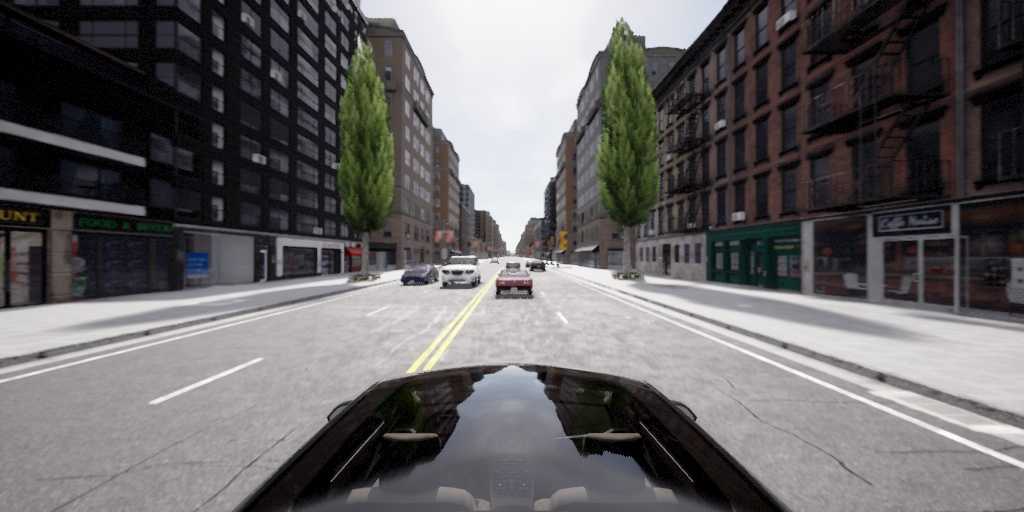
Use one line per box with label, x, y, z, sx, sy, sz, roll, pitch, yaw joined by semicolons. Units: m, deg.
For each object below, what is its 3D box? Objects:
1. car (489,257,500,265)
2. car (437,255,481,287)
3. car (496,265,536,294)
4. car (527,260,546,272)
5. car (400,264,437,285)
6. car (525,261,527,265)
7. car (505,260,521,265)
car;-3.206;0.876;65.138;2.128;1.511;4.902;0;0;0
car;-3.333;0.969;24.563;2.150;2.045;5.566;0;0;0
car;0.112;1.350;20.074;1.895;1.301;4.718;0;0;0
car;3.378;1.223;47.427;1.882;1.535;5.008;0;0;0
car;-6.582;1.293;26.385;2.033;1.411;5.357;0;0;0
car;3.291;1.304;60.378;1.994;1.385;4.181;0;0;0
car;0.130;1.235;45.873;2.128;1.511;4.902;0;0;0
